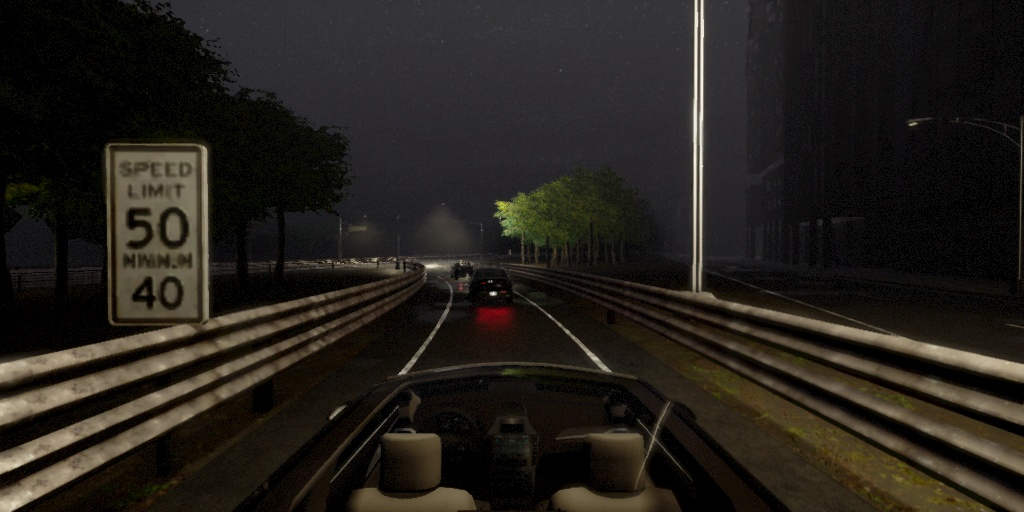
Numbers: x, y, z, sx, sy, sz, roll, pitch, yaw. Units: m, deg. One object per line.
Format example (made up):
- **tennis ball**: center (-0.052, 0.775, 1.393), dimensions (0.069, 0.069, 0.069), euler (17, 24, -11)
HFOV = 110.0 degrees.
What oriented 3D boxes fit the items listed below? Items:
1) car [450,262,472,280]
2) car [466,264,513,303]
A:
- **car**: center (-4.388, 1.307, 32.079), dimensions (2.128, 1.511, 4.902), euler (0, 0, -16)
- **car**: center (-1.105, 1.286, 16.948), dimensions (1.837, 1.490, 4.892), euler (0, 0, -8)
